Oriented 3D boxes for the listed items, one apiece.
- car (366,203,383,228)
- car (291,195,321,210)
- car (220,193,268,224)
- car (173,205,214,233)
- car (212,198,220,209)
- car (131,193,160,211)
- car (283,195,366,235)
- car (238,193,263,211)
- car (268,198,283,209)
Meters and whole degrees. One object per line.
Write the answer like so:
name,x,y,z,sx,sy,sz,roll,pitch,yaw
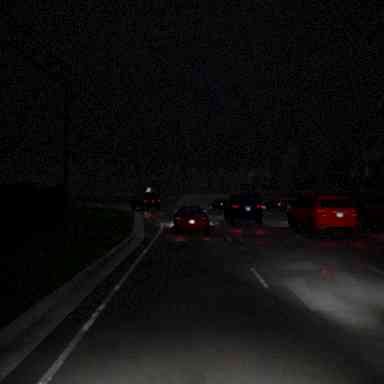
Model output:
car,10.602,1.430,20.536,1.882,1.535,5.008,0,0,0
car,14.105,1.255,41.381,2.097,1.767,4.553,0,0,0
car,3.591,1.165,24.074,2.150,2.045,5.566,0,0,0
car,-0.100,1.516,19.317,1.994,1.385,4.181,0,0,-3
car,3.605,1.465,42.601,1.994,1.385,4.181,0,0,0
car,-5.657,1.129,39.993,2.150,2.045,5.566,0,0,-27
car,7.102,1.179,18.651,2.150,2.045,5.566,0,0,0
car,7.104,1.127,40.905,2.150,2.045,5.566,0,0,0
car,10.605,1.466,42.402,1.994,1.385,4.181,0,0,0
